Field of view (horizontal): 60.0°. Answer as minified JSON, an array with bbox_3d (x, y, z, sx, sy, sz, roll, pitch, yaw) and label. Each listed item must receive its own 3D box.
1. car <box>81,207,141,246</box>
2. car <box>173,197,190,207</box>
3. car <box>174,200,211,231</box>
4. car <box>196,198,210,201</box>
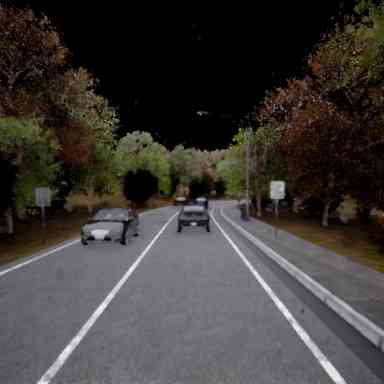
[{"bbox_3d":[-3.558,1.486,15.284,2.128,1.511,4.902,0,0,0],"label":"car"},{"bbox_3d":[-1.508,1.436,49.486,1.882,1.535,5.008,1,0,10],"label":"car"},{"bbox_3d":[0.105,1.494,20.468,1.837,1.490,4.892,0,0,0],"label":"car"},{"bbox_3d":[1.304,1.478,43.405,1.882,1.535,5.008,1,0,7],"label":"car"}]
